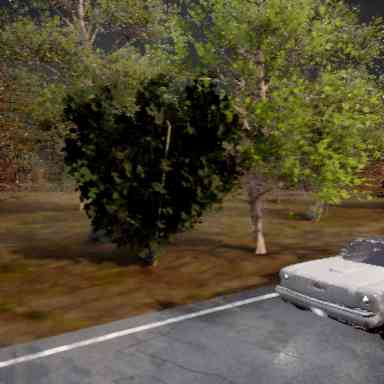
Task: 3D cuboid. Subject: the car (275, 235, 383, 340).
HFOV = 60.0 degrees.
[{"bbox_3d":[3.860,1.564,6.387,4.718,1.301,1.895,0,1,-32],"label":"car"}]
